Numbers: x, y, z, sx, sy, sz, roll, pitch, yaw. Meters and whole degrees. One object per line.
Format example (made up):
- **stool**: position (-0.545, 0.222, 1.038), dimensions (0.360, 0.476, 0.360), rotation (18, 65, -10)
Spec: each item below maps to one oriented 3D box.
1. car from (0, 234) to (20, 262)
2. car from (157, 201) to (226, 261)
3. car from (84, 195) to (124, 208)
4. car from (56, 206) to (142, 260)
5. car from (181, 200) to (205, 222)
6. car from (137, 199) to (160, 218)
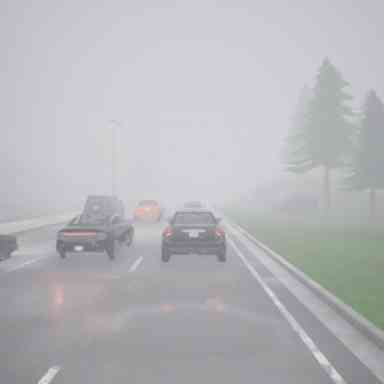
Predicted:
- **car**: position (-6.955, 1.558, 9.125), dimensions (2.033, 1.411, 5.357), rotation (0, 0, 0)
- **car**: position (0.071, 1.366, 12.528), dimensions (2.097, 1.767, 4.553), rotation (0, 0, 0)
- **car**: position (-6.935, 1.255, 26.691), dimensions (2.150, 2.045, 5.566), rotation (0, 0, 0)
- **car**: position (-3.430, 1.506, 12.550), dimensions (2.128, 1.511, 4.902), rotation (0, 0, 0)
- **car**: position (0.074, 1.539, 27.914), dimensions (1.837, 1.490, 4.892), rotation (0, 0, 0)
- **car**: position (-3.429, 1.383, 27.553), dimensions (2.097, 1.767, 4.553), rotation (0, 0, 0)
